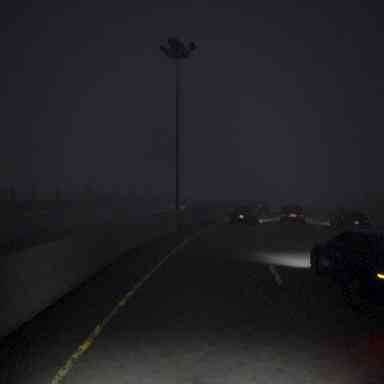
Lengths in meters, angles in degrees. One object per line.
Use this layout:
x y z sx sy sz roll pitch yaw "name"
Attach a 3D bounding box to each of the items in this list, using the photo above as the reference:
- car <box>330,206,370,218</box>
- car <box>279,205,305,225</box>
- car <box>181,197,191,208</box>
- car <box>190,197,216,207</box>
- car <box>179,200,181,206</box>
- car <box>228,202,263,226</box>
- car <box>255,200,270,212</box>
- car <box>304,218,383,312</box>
10.403 1.658 22.071 1.812 1.442 4.674 0 0 15 "car"
7.652 1.686 25.442 2.033 1.411 5.357 0 0 16 "car"
0.325 1.828 50.821 1.895 1.301 4.718 0 0 17 "car"
1.834 1.693 43.628 2.128 1.511 4.902 0 0 17 "car"
-0.862 1.611 59.155 2.097 1.767 4.553 0 0 16 "car"
3.953 1.687 24.929 1.994 1.385 4.181 0 0 15 "car"
8.697 1.717 41.580 2.163 1.488 4.792 0 0 16 "car"
4.150 1.574 7.611 1.812 1.442 4.674 0 0 5 "car"
